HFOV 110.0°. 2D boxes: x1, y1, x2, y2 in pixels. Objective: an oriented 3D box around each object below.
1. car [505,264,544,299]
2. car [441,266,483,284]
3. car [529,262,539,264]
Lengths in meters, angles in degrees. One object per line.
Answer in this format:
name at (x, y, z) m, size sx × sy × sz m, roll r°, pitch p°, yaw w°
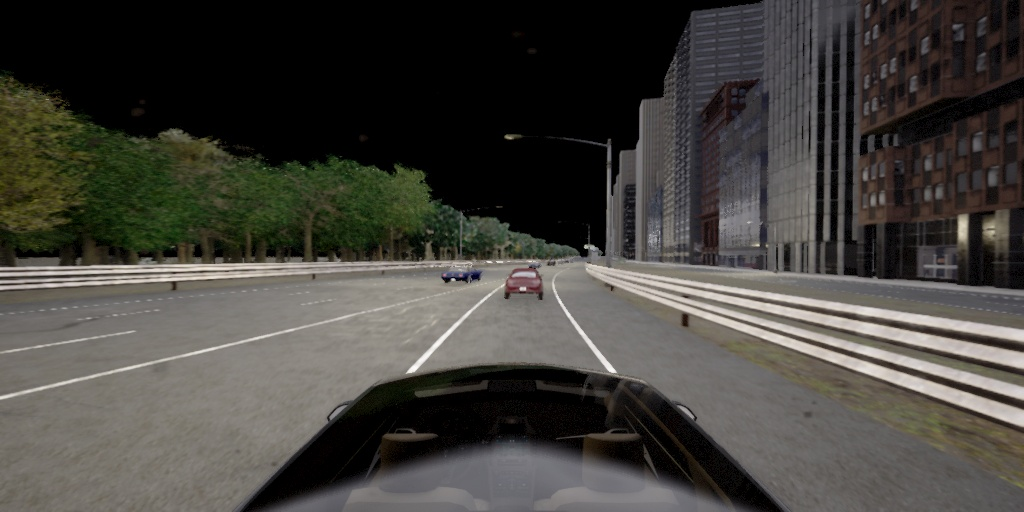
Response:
car at (0.686, 1.335, 18.596) m, size 1.812 × 1.442 × 4.674 m, roll 0°, pitch 0°, yaw 4°
car at (-3.684, 1.408, 27.479) m, size 1.895 × 1.301 × 4.718 m, roll 1°, pitch 0°, yaw 12°
car at (3.970, 1.663, 62.321) m, size 1.895 × 1.301 × 4.718 m, roll 1°, pitch 0°, yaw 12°
